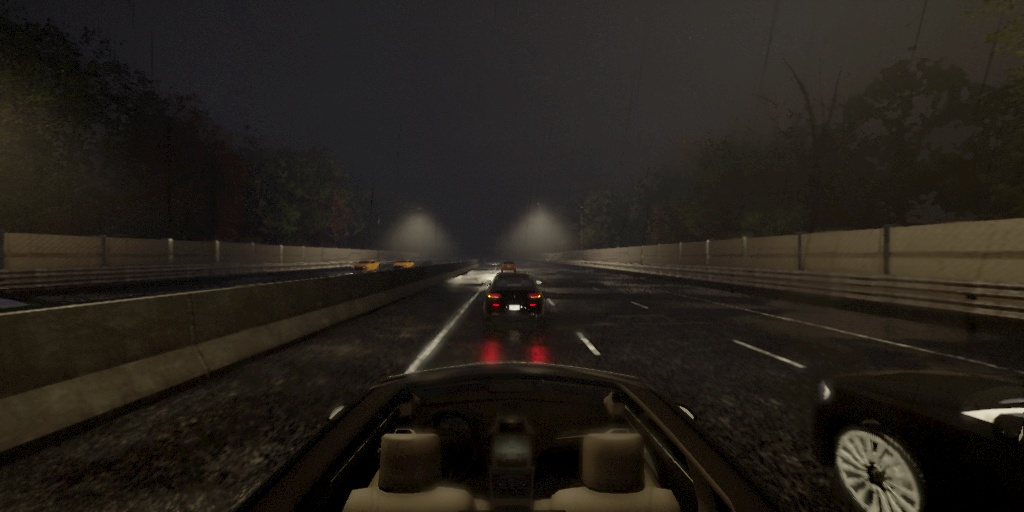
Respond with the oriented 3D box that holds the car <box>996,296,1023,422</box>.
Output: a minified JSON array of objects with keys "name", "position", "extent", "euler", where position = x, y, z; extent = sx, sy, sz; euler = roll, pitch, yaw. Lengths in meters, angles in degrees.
[{"name":"car","position":[7.092,1.253,2.130],"extent":[1.837,1.490,4.892],"euler":[0,0,0]}]

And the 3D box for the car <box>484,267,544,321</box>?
[{"name":"car","position":[0.057,1.280,12.348],"extent":[1.812,1.442,4.674],"euler":[0,0,0]}]

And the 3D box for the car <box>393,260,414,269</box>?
[{"name":"car","position":[-14.714,1.243,48.785],"extent":[1.882,1.535,5.008],"euler":[0,0,-1]}]

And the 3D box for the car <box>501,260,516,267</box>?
[{"name":"car","position":[-0.433,1.222,44.589],"extent":[1.801,1.575,5.366],"euler":[0,0,-1]}]

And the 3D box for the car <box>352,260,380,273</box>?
[{"name":"car","position":[-18.124,1.241,44.644],"extent":[1.882,1.535,5.008],"euler":[0,0,-1]}]

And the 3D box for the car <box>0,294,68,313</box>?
[{"name":"car","position":[-10.615,1.318,6.172],"extent":[1.994,1.385,4.181],"euler":[0,0,0]}]

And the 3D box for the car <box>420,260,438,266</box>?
[{"name":"car","position":[-11.213,1.313,48.782],"extent":[2.033,1.411,5.357],"euler":[0,0,-1]}]

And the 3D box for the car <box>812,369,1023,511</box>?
[{"name":"car","position":[3.592,1.241,1.189],"extent":[2.128,1.511,4.902],"euler":[0,0,0]}]
